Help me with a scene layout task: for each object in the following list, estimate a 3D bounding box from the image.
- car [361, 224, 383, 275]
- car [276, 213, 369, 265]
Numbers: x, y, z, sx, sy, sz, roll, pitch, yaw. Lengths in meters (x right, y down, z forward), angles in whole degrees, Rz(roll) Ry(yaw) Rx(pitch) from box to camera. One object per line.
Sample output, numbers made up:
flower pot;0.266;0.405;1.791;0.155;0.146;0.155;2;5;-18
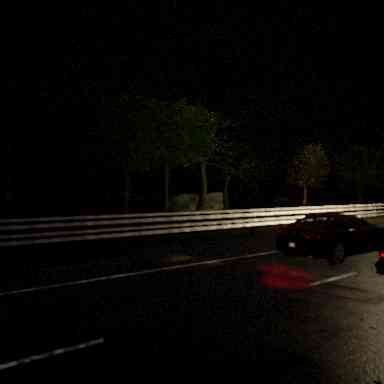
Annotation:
car;6.940;1.559;8.767;5.357;1.411;2.033;0;0;-35
car;5.156;1.489;11.787;5.008;1.535;1.882;0;0;-35
